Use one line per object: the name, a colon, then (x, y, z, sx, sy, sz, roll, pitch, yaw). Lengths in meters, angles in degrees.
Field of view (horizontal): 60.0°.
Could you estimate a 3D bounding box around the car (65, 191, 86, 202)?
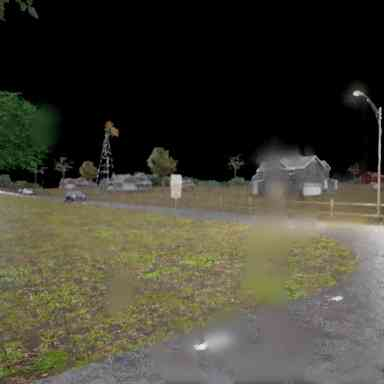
car: (-18.113, 0.563, 51.582, 2.097, 1.767, 4.553, 1, 0, -36)
